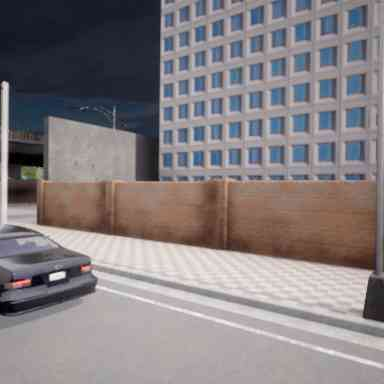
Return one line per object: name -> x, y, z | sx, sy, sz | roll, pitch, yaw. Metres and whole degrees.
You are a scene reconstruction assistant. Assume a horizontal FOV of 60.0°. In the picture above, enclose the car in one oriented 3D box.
car -> -4.313, 1.428, 7.068 | 5.357, 1.411, 2.033 | 1, 1, 35
